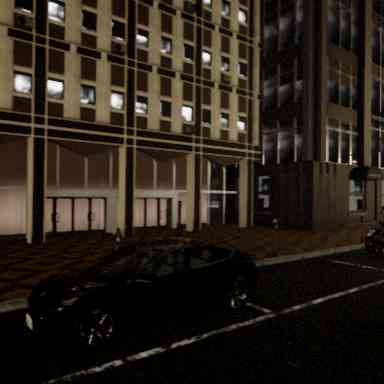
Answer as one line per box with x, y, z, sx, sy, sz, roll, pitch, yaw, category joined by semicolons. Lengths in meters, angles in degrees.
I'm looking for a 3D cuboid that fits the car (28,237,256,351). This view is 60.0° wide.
-0.660;1.587;6.260;4.313;1.339;1.947;0;0;-35;car

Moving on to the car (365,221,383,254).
8.396;1.536;12.717;4.097;1.590;1.967;0;0;-35;car
